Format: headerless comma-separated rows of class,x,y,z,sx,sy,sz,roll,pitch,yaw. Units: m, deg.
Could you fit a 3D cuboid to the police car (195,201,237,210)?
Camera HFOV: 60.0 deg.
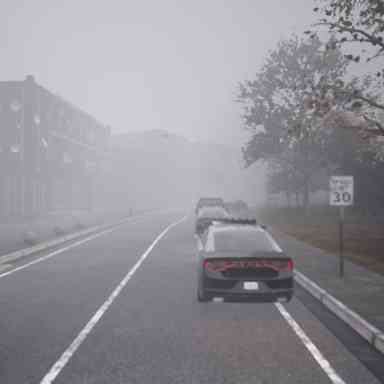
police car,1.118,1.554,18.468,1.930,1.638,5.238,0,0,1

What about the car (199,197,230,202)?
car,1.409,1.390,24.216,2.150,2.045,5.566,0,0,5

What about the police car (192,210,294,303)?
police car,1.058,1.486,8.531,1.930,1.638,5.238,0,0,0

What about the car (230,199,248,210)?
car,5.978,1.706,44.574,1.882,1.535,5.008,-1,0,28

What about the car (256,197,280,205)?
car,14.591,1.643,63.758,4.674,1.442,1.812,-1,0,-34

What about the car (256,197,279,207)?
car,12.308,1.678,54.846,1.812,1.442,4.674,-1,0,40
